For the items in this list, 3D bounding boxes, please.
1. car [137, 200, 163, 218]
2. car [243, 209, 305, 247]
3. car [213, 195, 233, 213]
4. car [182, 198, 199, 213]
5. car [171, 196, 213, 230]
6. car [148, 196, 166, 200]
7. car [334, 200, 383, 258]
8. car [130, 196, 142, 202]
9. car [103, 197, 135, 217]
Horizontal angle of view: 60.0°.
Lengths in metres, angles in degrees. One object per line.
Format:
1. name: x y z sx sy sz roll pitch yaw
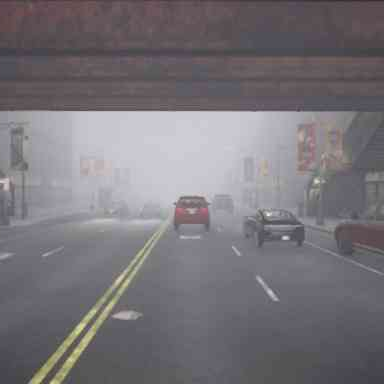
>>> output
1. car: -3.831 1.669 31.631 1.895 1.301 4.718 0 0 -1
2. car: 3.534 1.526 15.050 2.128 1.511 4.902 0 0 -1
3. car: 3.306 1.305 37.609 2.150 2.045 5.566 0 0 -1
4. car: -0.217 1.565 39.812 1.882 1.535 5.008 0 0 -1
5. car: -0.029 1.268 21.710 2.150 2.045 5.566 0 0 -1
6. car: -8.171 1.685 73.226 2.033 1.411 5.357 0 0 -28
7. car: 6.538 1.255 10.344 2.435 2.045 5.566 0 0 -1
8. car: -12.771 1.619 74.066 2.128 1.511 4.902 0 0 -32
9. car: -7.339 1.560 32.609 2.128 1.511 4.902 0 0 -1
